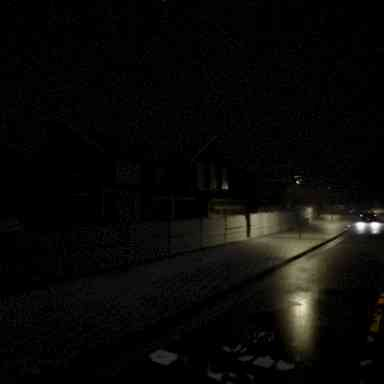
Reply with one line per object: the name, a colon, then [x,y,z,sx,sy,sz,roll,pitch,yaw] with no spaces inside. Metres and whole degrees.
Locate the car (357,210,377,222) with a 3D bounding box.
car: [20.975,2.850,39.939,1.895,1.301,4.718,-2,-2,24]
